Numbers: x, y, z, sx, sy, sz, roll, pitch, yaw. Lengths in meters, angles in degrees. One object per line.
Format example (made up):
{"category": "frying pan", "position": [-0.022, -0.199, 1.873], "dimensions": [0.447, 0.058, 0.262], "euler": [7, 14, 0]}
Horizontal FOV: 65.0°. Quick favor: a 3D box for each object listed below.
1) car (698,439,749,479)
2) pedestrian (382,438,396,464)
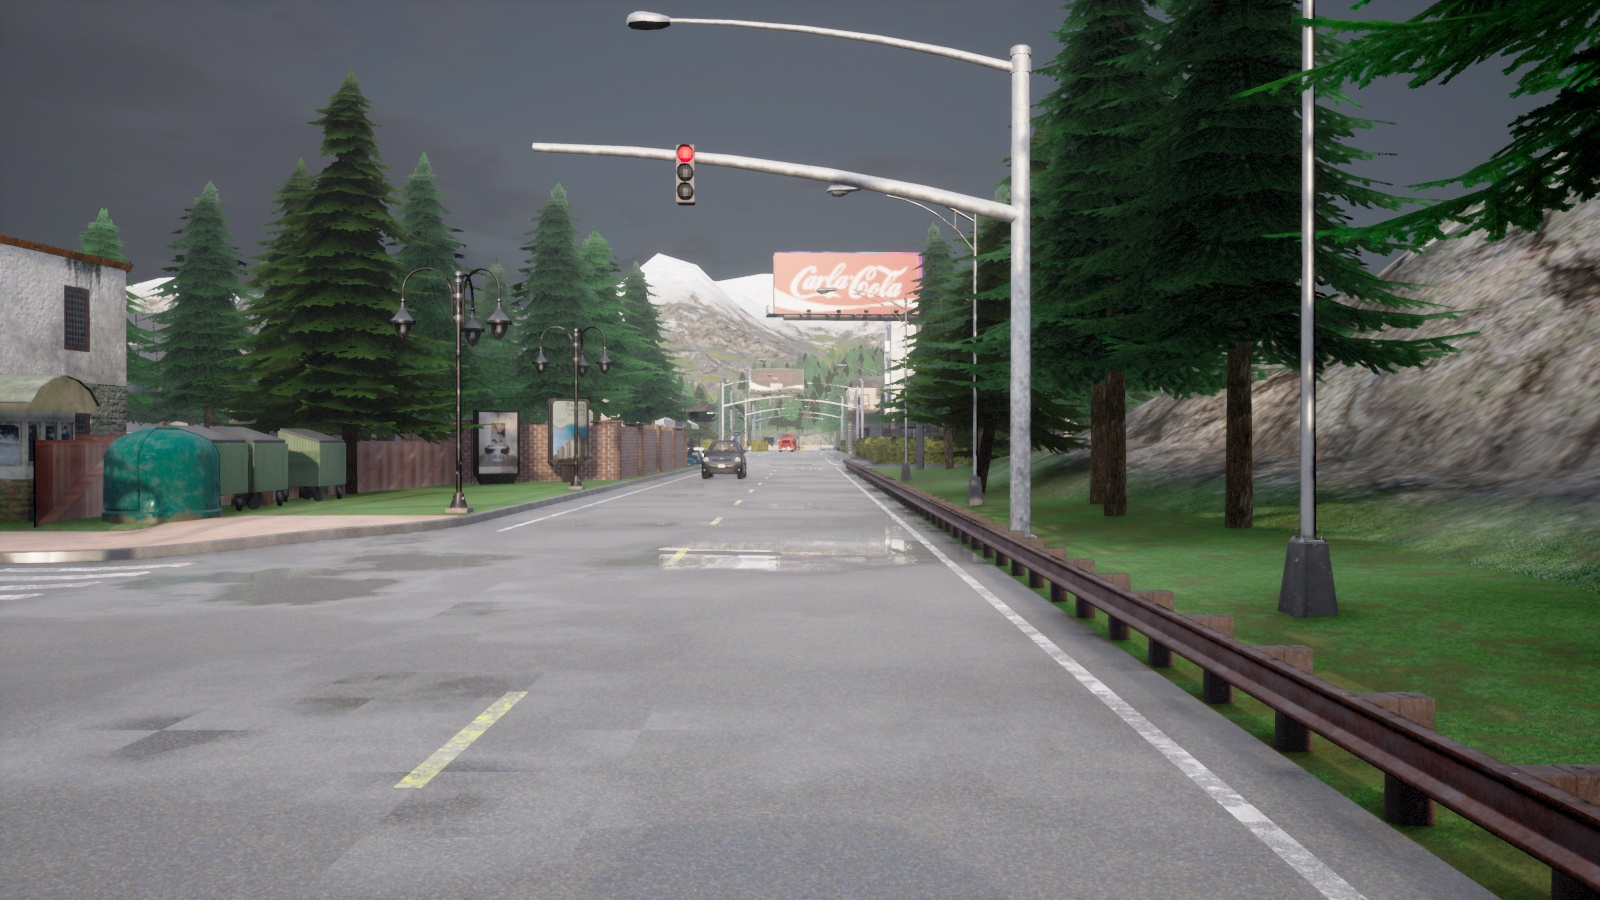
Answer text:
{"category": "car", "position": [-3.181, 0.343, 52.903], "dimensions": [1.851, 1.617, 3.988], "euler": [0, 0, 0]}
{"category": "pedestrian", "position": [-29.463, 0.052, 90.009], "dimensions": [0.849, 1.883, 0.563], "euler": [0, 0, 0]}
